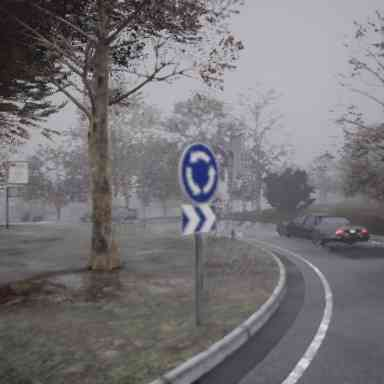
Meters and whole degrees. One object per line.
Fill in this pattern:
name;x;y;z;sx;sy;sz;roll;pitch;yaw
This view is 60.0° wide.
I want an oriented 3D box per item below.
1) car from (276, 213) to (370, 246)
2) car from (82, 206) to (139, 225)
car;6.189;1.745;16.513;2.033;1.411;5.357;0;-1;-14
car;-7.058;1.974;28.752;4.902;1.511;2.128;-2;-2;13
